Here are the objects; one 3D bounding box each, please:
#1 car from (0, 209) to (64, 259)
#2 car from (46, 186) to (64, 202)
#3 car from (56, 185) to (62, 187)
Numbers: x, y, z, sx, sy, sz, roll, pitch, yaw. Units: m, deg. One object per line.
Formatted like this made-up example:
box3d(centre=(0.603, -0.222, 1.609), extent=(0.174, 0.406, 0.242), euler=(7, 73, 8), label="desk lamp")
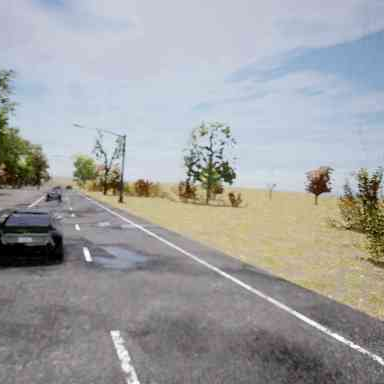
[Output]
box3d(centre=(-5.319, 1.249, 11.053), extent=(1.994, 1.385, 4.181), euler=(4, 0, -21), label="car")
box3d(centre=(-17.723, 0.427, 42.862), extent=(2.128, 1.511, 4.902), euler=(4, 0, -21), label="car")
box3d(centre=(-29.696, -0.455, 73.583), extent=(2.097, 1.767, 4.553), euler=(4, 0, -21), label="car")
